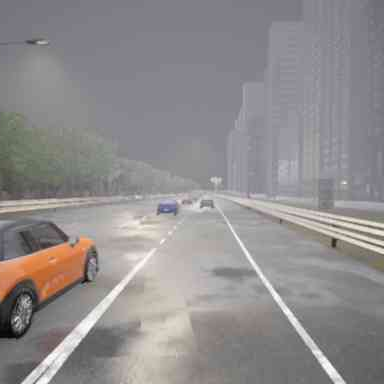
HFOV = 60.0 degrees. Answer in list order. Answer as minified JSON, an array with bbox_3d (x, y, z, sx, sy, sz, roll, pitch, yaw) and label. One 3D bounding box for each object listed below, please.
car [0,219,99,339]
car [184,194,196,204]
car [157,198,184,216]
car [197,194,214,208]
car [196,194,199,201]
[{"bbox_3d":[-3.522,1.325,6.733,2.097,1.767,4.553,0,0,3],"label":"car"},{"bbox_3d":[-0.818,1.593,60.949,1.895,1.301,4.718,0,0,3],"label":"car"},{"bbox_3d":[-2.208,1.453,32.428,1.882,1.535,5.008,0,0,3],"label":"car"},{"bbox_3d":[2.186,1.499,48.268,2.128,1.511,4.902,0,0,3],"label":"car"},{"bbox_3d":[0.085,1.384,80.377,2.097,1.767,4.553,0,0,3],"label":"car"}]
